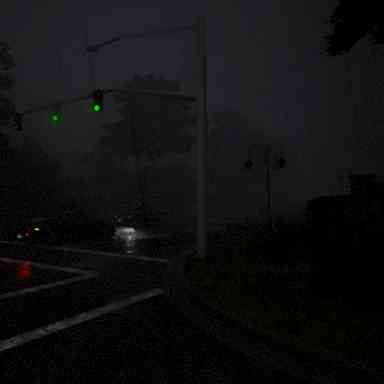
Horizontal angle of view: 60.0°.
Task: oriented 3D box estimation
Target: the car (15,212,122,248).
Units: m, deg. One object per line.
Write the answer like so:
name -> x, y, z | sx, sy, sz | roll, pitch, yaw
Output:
car -> -5.772, 1.654, 15.607 | 1.812, 1.442, 4.674 | -1, -1, 35

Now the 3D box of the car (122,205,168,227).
car -> -3.681, 1.683, 24.816 | 1.812, 1.442, 4.674 | -1, 0, 35
